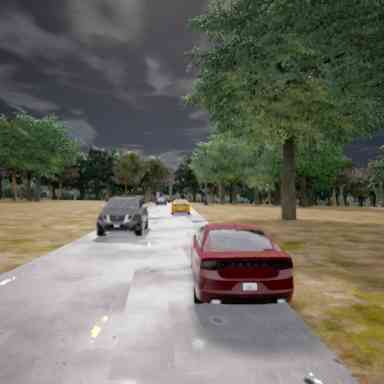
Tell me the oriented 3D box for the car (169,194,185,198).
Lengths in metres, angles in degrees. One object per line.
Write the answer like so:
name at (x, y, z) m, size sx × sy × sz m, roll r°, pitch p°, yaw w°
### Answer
car at (-1.774, 1.338, 46.395) m, size 2.150 × 2.045 × 5.566 m, roll 0°, pitch 0°, yaw -3°

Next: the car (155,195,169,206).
car at (-5.549, 1.755, 59.682) m, size 2.033 × 1.411 × 5.357 m, roll 0°, pitch -1°, yaw -2°

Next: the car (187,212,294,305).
car at (0.933, 1.474, 8.186) m, size 1.882 × 1.535 × 5.008 m, roll 0°, pitch 0°, yaw -1°

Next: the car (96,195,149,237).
car at (-3.613, 1.219, 18.204) m, size 2.150 × 2.045 × 5.566 m, roll 0°, pitch 0°, yaw -3°

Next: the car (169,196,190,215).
car at (-1.211, 1.530, 35.108) m, size 1.882 × 1.535 × 5.008 m, roll 0°, pitch 0°, yaw -3°
